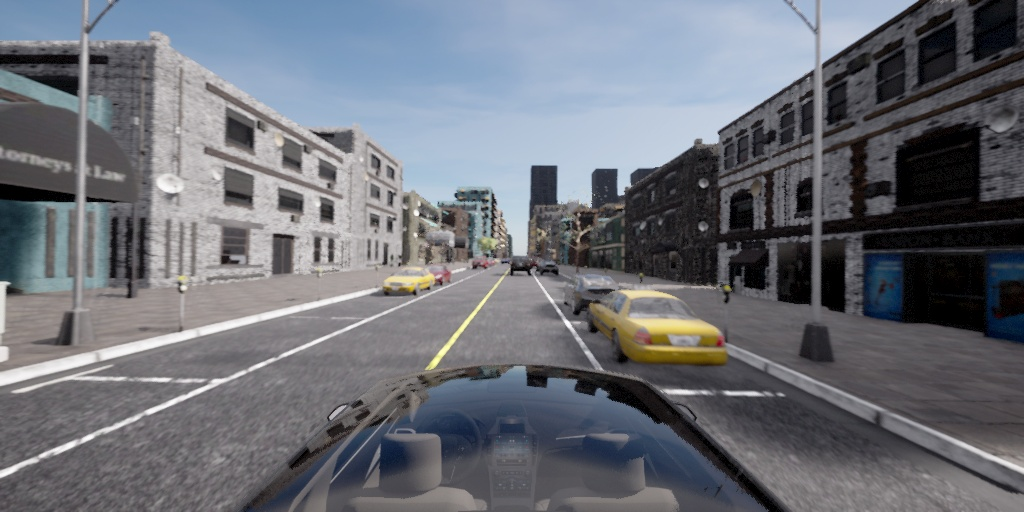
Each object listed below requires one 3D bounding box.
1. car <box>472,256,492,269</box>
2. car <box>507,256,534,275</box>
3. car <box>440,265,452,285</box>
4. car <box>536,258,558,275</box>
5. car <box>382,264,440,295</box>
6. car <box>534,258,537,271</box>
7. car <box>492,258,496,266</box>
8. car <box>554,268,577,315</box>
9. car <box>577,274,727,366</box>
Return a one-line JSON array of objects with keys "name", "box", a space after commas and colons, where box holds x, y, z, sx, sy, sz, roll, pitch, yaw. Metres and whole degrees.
[{"name": "car", "box": [-4.597, 0.964, 52.317, 2.192, 1.841, 5.009, 0, 0, 1]}, {"name": "car", "box": [0.899, 0.964, 38.488, 2.150, 2.045, 5.566, 1, 0, 1]}, {"name": "car", "box": [-5.220, 1.239, 24.658, 1.802, 1.307, 4.207, 0, 0, 1]}, {"name": "car", "box": [3.946, 1.290, 38.819, 1.837, 1.490, 4.892, 1, 0, 1]}, {"name": "car", "box": [-5.349, 1.185, 18.956, 1.751, 1.417, 4.829, 0, 0, 1]}, {"name": "car", "box": [4.107, 1.309, 45.818, 1.812, 1.442, 4.674, 1, 0, 1]}, {"name": "car", "box": [-4.348, 1.230, 63.380, 1.802, 1.307, 4.207, 0, 0, 1]}, {"name": "car", "box": [2.907, 1.338, 13.405, 2.007, 1.370, 4.403, 0, 0, 1]}, {"name": "car", "box": [2.786, 1.315, 8.043, 1.751, 1.417, 4.829, 0, 0, 1]}]
